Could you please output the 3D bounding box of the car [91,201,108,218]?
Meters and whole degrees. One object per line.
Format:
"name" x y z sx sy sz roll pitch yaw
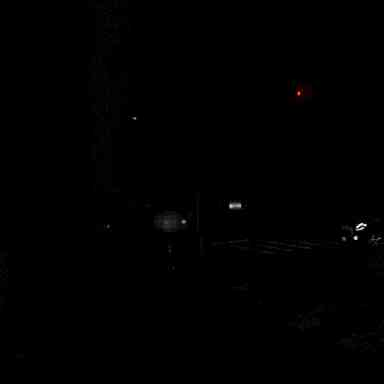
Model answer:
"car" -9.390 1.600 30.678 1.882 1.535 5.008 0 0 -35

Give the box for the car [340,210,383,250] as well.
"car" 8.589 1.354 13.607 4.553 1.767 2.097 0 0 7

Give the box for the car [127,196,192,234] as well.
"car" -2.059 1.289 20.413 2.150 2.045 5.566 0 0 -36
